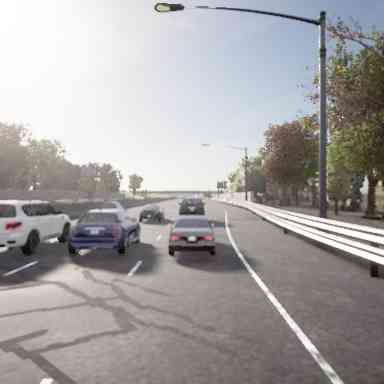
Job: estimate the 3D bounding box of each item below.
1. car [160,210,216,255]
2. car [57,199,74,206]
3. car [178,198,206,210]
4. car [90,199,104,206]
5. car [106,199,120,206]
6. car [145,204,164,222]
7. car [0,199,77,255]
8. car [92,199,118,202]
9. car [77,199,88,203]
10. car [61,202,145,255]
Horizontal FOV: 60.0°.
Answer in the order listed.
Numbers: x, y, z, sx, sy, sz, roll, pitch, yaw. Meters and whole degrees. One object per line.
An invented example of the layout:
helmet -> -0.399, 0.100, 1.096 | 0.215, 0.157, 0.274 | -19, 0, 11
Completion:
car -> 0.000, 1.683, 13.987 | 2.033, 1.411, 5.357 | 0, -1, 0
car -> -28.003, 2.258, 73.914 | 1.882, 1.535, 5.008 | 0, -1, 0
car -> -0.001, 1.504, 29.019 | 2.150, 2.045, 5.566 | 0, 0, 0
car -> -21.004, 2.304, 73.914 | 1.812, 1.442, 4.674 | 0, -1, 0
car -> -17.503, 2.258, 73.914 | 1.882, 1.535, 5.008 | 0, -1, 0
car -> -3.496, 1.817, 29.379 | 1.812, 1.442, 4.674 | 0, 0, 0
car -> -7.000, 1.352, 14.024 | 2.150, 2.045, 5.566 | 0, 0, 0
car -> -7.001, 1.638, 29.066 | 2.097, 1.767, 4.553 | 0, -1, 0
car -> -24.504, 2.304, 73.913 | 1.812, 1.442, 4.674 | 0, -1, 0
car -> -3.497, 1.487, 14.074 | 2.097, 1.767, 4.553 | 0, -1, 0
